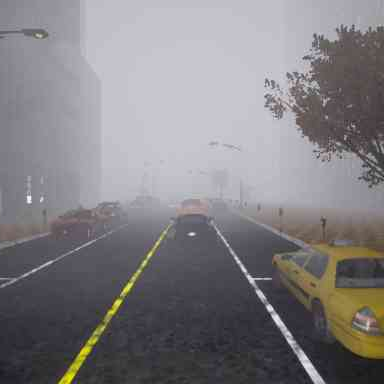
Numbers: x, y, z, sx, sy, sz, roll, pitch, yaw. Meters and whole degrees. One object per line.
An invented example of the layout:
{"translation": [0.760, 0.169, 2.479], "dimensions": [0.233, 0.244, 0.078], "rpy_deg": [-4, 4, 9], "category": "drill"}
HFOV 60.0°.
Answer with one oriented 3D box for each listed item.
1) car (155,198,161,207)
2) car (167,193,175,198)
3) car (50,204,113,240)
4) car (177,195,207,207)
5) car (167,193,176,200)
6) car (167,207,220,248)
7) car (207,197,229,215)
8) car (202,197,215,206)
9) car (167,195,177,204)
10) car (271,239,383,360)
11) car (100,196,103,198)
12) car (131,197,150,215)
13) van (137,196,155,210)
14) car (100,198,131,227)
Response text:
{"translation": [-5.687, 1.568, 50.314], "dimensions": [1.947, 1.339, 4.313], "rpy_deg": [0, 0, 0], "category": "car"}
{"translation": [-5.687, 1.588, 88.330], "dimensions": [1.802, 1.307, 4.206], "rpy_deg": [0, 0, 0], "category": "car"}
{"translation": [-5.687, 1.544, 17.079], "dimensions": [1.887, 1.381, 4.507], "rpy_deg": [0, 0, 0], "category": "car"}
{"translation": [0.000, 1.368, 29.620], "dimensions": [2.097, 1.767, 4.553], "rpy_deg": [0, 0, 0], "category": "car"}
{"translation": [-5.686, 1.322, 93.881], "dimensions": [2.192, 1.841, 5.009], "rpy_deg": [0, 0, 0], "category": "car"}
{"translation": [0.000, 1.573, 14.649], "dimensions": [1.994, 1.385, 4.181], "rpy_deg": [0, 0, 0], "category": "car"}
{"translation": [2.693, 1.546, 33.697], "dimensions": [1.887, 1.381, 4.507], "rpy_deg": [0, 0, 0], "category": "car"}
{"translation": [2.693, 1.569, 55.854], "dimensions": [1.947, 1.339, 4.313], "rpy_deg": [0, 0, 0], "category": "car"}
{"translation": [-3.000, 1.659, 61.620], "dimensions": [1.895, 1.301, 4.718], "rpy_deg": [0, 0, 0], "category": "car"}
{"translation": [2.693, 1.524, 6.170], "dimensions": [1.752, 1.417, 4.829], "rpy_deg": [0, 0, 0], "category": "car"}
{"translation": [-22.814, 1.343, 77.254], "dimensions": [4.206, 1.307, 1.802], "rpy_deg": [1, -1, -1], "category": "car"}
{"translation": [-5.687, 1.526, 33.526], "dimensions": [1.752, 1.417, 4.829], "rpy_deg": [0, 0, 0], "category": "car"}
{"translation": [-5.686, 1.343, 39.236], "dimensions": [1.690, 1.788, 3.998], "rpy_deg": [0, 0, 0], "category": "van"}
{"translation": [-5.687, 1.440, 22.618], "dimensions": [1.967, 1.590, 4.097], "rpy_deg": [0, 0, 0], "category": "car"}
